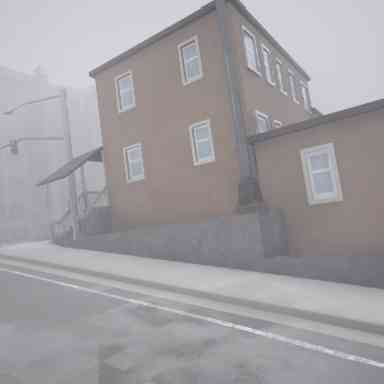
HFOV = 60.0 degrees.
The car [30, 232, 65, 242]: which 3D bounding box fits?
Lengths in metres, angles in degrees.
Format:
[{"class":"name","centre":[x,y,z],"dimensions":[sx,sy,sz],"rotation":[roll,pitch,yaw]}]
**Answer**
[{"class":"car","centre":[-11.722,4.286,29.091],"dimensions":[1.837,1.490,4.892],"rotation":[-12,-11,35]}]
